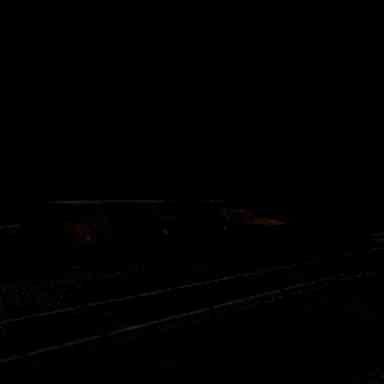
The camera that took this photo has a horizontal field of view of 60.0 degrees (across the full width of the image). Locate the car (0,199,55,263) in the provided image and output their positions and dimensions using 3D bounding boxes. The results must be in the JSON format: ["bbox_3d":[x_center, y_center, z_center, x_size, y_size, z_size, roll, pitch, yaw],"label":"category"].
[{"bbox_3d":[-7.304,1.255,10.896,5.566,2.045,2.435,-1,-1,34],"label":"car"}]

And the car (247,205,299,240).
[{"bbox_3d":[2.564,1.551,17.698,5.366,1.575,1.946,-1,-1,34],"label":"car"}]

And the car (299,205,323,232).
[{"bbox_3d":[4.803,1.599,19.546,4.792,1.488,2.163,-1,-1,34],"label":"car"}]

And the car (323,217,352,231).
[{"bbox_3d":[7.276,1.611,21.251,4.792,1.488,2.163,-1,-1,34],"label":"car"}]

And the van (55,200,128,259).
[{"bbox_3d":[-4.759,1.291,12.546,4.442,1.987,1.878,-1,-1,35],"label":"van"}]

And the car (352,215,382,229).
[{"bbox_3d":[9.642,1.343,23.013,5.566,2.045,2.435,-1,-1,34],"label":"car"}]

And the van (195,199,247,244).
[{"bbox_3d":[0.084,1.317,16.012,4.442,1.987,1.878,-1,-1,34],"label":"van"}]

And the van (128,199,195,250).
[{"bbox_3d":[-2.338,1.304,14.279,4.442,1.987,1.878,-1,-1,35],"label":"van"}]
